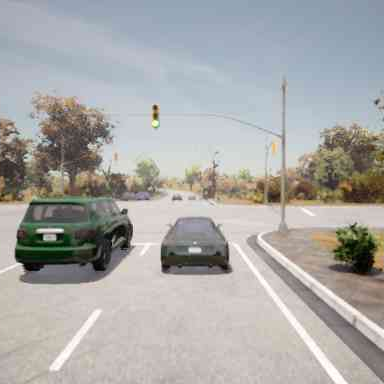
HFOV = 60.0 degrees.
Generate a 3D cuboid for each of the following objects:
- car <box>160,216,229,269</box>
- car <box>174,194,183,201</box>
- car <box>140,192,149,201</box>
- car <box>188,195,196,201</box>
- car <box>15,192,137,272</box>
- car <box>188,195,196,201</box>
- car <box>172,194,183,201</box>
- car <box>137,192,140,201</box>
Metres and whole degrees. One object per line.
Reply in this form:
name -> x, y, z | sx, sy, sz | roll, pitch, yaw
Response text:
car -> 0.083, 1.483, 10.895 | 1.994, 1.385, 4.181 | 0, 1, 0
car -> -3.474, 1.462, 86.357 | 1.882, 1.535, 5.008 | 0, -2, 0
car -> -10.479, 0.965, 71.159 | 2.150, 2.045, 5.566 | 0, -2, 0
car -> 0.026, 1.536, 86.354 | 1.994, 1.385, 4.181 | 0, -2, 0
car -> -3.418, 1.142, 10.698 | 2.150, 2.045, 5.566 | 0, 1, 0
car -> 0.023, 1.399, 75.915 | 2.033, 1.411, 5.357 | 0, -2, 0
car -> -3.477, 1.225, 76.307 | 2.097, 1.767, 4.553 | 0, -2, 0
car -> -10.541, 0.841, 55.723 | 1.837, 1.490, 4.892 | 0, -1, 0
